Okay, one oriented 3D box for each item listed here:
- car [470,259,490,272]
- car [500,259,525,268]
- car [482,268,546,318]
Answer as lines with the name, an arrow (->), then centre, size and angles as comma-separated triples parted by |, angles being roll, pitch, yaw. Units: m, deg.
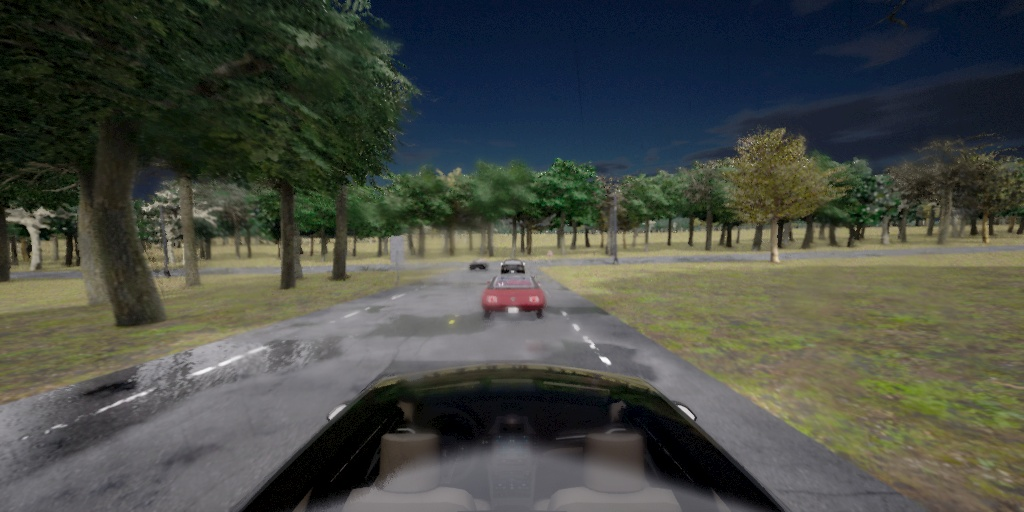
car -> -3.565, 1.023, 39.759 | 1.895, 1.301, 4.718 | 0, 0, 0
car -> 0.071, 0.993, 29.313 | 1.882, 1.535, 5.008 | 0, 0, 0
car -> 0.064, 1.264, 12.543 | 1.895, 1.301, 4.718 | 0, 1, 0
